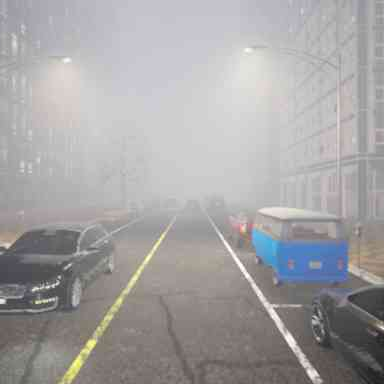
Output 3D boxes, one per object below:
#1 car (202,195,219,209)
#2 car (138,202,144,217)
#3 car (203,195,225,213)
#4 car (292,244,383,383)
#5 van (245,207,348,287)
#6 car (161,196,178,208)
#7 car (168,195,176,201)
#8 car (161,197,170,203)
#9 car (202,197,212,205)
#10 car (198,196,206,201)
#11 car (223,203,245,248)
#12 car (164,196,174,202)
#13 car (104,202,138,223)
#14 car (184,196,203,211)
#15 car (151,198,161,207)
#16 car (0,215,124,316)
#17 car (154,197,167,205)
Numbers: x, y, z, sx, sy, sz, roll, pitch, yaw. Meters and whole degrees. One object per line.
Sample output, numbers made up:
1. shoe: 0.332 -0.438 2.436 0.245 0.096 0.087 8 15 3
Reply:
1. car: 2.693 1.404 48.947 2.192 1.841 5.009 0 0 0
2. car: -5.688 1.614 31.881 2.008 1.369 4.403 0 0 0
3. car: 2.694 1.387 37.562 2.192 1.841 5.009 0 0 0
4. car: 2.693 1.574 3.408 1.947 1.339 4.313 0 0 0
5. van: 2.693 1.362 9.102 1.690 1.788 3.998 0 0 0
6. car: -3.082 1.615 49.019 1.812 1.442 4.674 0 0 0
7. car: -5.689 1.678 94.496 1.887 1.381 4.507 0 0 0
8. car: -5.688 1.697 71.726 1.802 1.307 4.206 0 0 0
9. car: 2.692 1.629 60.500 1.752 1.417 4.829 0 0 0
10. car: 2.692 1.695 88.791 1.947 1.339 4.313 0 0 0
11. car: 2.693 1.473 14.793 1.967 1.590 4.097 0 0 0
12. car: -5.689 1.676 83.112 2.008 1.369 4.403 0 0 0
13. car: -5.688 1.579 26.018 1.752 1.417 4.829 0 0 0
14. car: 0.098 1.555 41.159 1.882 1.535 5.008 0 0 0
15. car: -5.688 1.647 54.650 2.008 1.369 4.403 0 0 0
16. car: -3.101 1.523 7.813 1.837 1.490 4.892 0 0 0
17. car: -5.689 1.669 60.343 1.947 1.339 4.313 0 0 0
